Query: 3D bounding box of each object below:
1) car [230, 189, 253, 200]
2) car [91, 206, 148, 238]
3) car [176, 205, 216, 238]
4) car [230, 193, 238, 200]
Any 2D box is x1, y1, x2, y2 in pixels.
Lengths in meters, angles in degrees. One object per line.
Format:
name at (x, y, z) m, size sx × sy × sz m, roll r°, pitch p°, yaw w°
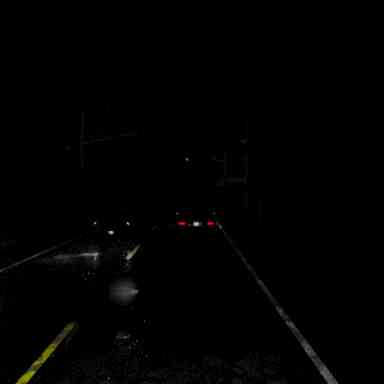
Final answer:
car at (8.744, 0.424, 59.337) m, size 3.866 × 1.878 × 1.905 m, roll 0°, pitch 1°, yaw 0°
car at (-3.428, 1.399, 16.421) m, size 1.895 × 1.301 × 4.718 m, roll 0°, pitch 1°, yaw 1°
car at (0.186, 1.348, 16.232) m, size 2.033 × 1.411 × 5.357 m, roll 0°, pitch 1°, yaw 0°
car at (9.146, 0.453, 56.825) m, size 4.605 × 1.855 × 1.932 m, roll 0°, pitch 1°, yaw 0°
